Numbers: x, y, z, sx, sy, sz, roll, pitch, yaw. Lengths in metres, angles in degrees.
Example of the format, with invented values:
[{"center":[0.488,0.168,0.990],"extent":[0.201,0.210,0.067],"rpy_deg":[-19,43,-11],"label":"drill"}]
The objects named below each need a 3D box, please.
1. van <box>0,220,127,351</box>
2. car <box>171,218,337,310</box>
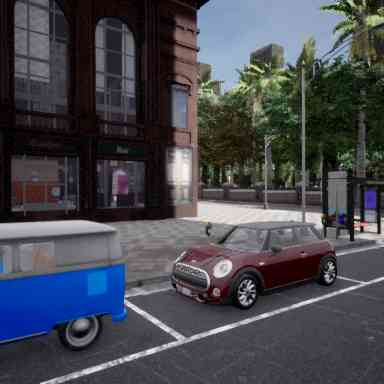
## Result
[{"center":[-2.909,1.341,4.579],"extent":[3.998,1.788,1.690],"rpy_deg":[0,0,-35],"label":"van"},{"center":[1.509,1.439,7.729],"extent":[4.097,1.590,1.967],"rpy_deg":[0,0,-35],"label":"car"}]
